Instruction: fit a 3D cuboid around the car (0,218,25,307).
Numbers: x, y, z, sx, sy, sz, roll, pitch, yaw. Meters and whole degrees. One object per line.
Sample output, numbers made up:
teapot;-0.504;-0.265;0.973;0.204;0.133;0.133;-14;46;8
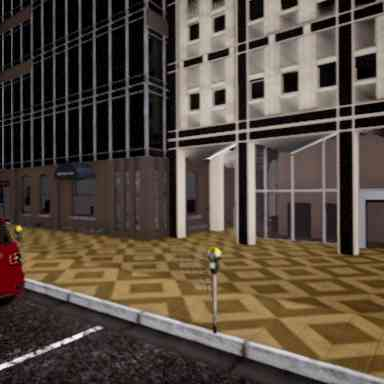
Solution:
car;-5.393;1.337;6.728;5.009;1.841;2.192;0;0;36
